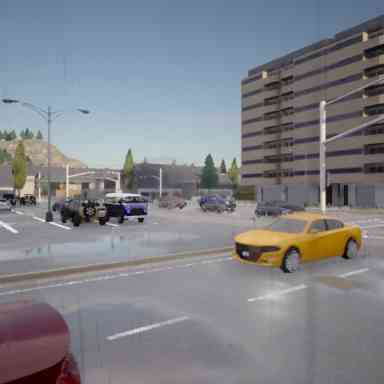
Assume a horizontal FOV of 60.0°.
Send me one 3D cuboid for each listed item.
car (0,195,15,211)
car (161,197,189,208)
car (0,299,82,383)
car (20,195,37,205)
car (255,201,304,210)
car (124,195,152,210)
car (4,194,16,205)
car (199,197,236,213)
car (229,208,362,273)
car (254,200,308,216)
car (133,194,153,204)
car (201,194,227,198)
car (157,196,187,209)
[{"bbox_3d":[-21.826,1.451,37.877,1.970,1.475,3.806,0,0,-35],"label":"car"},{"bbox_3d":[-2.649,1.560,50.815,1.837,1.490,4.892,0,0,-35],"label":"car"},{"bbox_3d":[-3.194,1.477,1.710,5.008,1.535,1.882,0,0,-36],"label":"car"},{"bbox_3d":[-27.288,1.209,55.334,1.932,1.855,4.605,0,0,-35],"label":"car"},{"bbox_3d":[7.678,1.619,30.212,1.994,1.385,4.181,0,0,-35],"label":"car"},{"bbox_3d":[-8.723,1.656,53.367,1.895,1.301,4.718,0,0,-35],"label":"car"},{"bbox_3d":[-29.684,1.212,53.710,1.905,1.878,3.866,0,0,-35],"label":"car"},{"bbox_3d":[2.813,1.619,37.066,1.994,1.385,4.181,0,0,-35],"label":"car"},{"bbox_3d":[3.549,1.477,10.846,5.008,1.535,1.882,0,0,-36],"label":"car"},{"bbox_3d":[9.072,1.603,34.292,2.033,1.411,5.357,0,0,-35],"label":"car"},{"bbox_3d":[-9.306,1.547,66.540,2.128,1.511,4.902,0,0,-35],"label":"car"},{"bbox_3d":[3.184,1.277,42.581,2.150,2.045,5.566,0,0,-35],"label":"car"},{"bbox_3d":[-2.954,1.619,45.184,1.994,1.385,4.181,0,0,-35],"label":"car"}]
